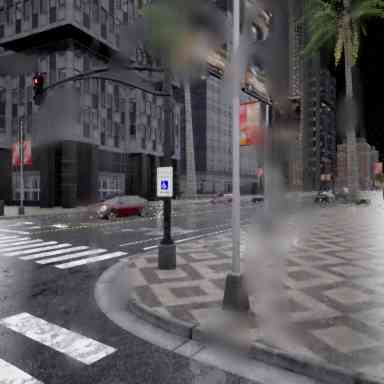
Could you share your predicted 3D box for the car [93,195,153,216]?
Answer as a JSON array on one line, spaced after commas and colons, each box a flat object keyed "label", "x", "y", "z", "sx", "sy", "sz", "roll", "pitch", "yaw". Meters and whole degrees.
[{"label": "car", "x": -5.752, "y": 1.098, "z": 28.412, "sx": 2.128, "sy": 1.511, "sz": 4.902, "roll": 0, "pitch": 1, "yaw": 35}]

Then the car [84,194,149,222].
[{"label": "car", "x": -5.283, "y": 1.031, "z": 23.452, "sx": 2.097, "sy": 1.767, "sz": 4.553, "roll": 0, "pitch": 1, "yaw": 35}]

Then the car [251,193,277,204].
[{"label": "car", "x": 9.803, "y": 0.780, "z": 44.682, "sx": 2.033, "sy": 1.411, "sz": 5.357, "roll": 0, "pitch": 1, "yaw": 36}]

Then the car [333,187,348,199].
[{"label": "car", "x": 23.683, "y": 0.231, "z": 52.762, "sx": 2.150, "sy": 2.045, "sz": 5.566, "roll": 0, "pitch": 1, "yaw": 36}]

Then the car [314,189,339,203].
[{"label": "car", "x": 17.823, "y": 0.676, "z": 44.481, "sx": 1.837, "sy": 1.490, "sz": 4.892, "roll": 0, "pitch": 1, "yaw": 35}]

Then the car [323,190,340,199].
[{"label": "car", "x": 25.768, "y": 0.352, "z": 61.321, "sx": 1.882, "sy": 1.535, "sz": 5.008, "roll": 0, "pitch": 1, "yaw": 36}]

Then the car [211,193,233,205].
[{"label": "car", "x": 4.198, "y": 0.837, "z": 42.430, "sx": 1.812, "sy": 1.442, "sz": 4.674, "roll": 0, "pitch": 1, "yaw": 35}]
